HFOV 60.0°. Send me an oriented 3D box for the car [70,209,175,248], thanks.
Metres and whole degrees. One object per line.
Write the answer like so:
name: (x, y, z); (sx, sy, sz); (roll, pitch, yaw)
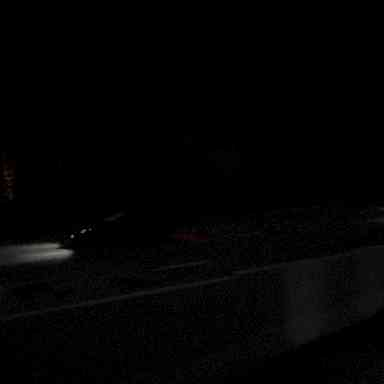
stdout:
car: (-2.935, 1.511, 14.797); (4.674, 1.442, 1.812); (0, 0, -35)
